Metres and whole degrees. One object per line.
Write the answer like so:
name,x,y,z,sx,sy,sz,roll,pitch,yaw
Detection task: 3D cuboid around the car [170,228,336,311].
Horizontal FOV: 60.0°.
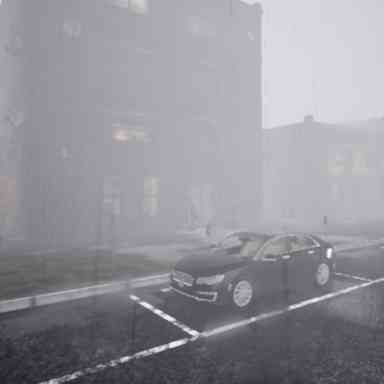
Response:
car,1.573,1.559,7.689,4.403,1.369,2.008,0,-1,-36
